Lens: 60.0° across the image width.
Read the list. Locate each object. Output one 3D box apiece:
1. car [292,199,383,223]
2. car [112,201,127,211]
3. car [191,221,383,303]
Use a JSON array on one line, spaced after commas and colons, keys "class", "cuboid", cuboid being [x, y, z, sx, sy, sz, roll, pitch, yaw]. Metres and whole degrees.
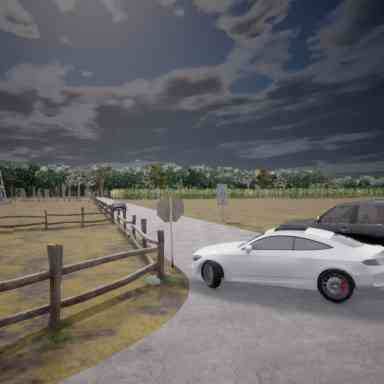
[{"class": "car", "cuboid": [5.108, 1.231, 9.829, 2.150, 2.045, 5.566, -2, 0, -40]}, {"class": "car", "cuboid": [-10.869, 1.988, 49.470, 2.033, 1.411, 5.357, -2, 0, -18]}, {"class": "car", "cuboid": [2.226, 1.614, 8.268, 4.674, 1.442, 1.812, -2, 0, 27]}]
